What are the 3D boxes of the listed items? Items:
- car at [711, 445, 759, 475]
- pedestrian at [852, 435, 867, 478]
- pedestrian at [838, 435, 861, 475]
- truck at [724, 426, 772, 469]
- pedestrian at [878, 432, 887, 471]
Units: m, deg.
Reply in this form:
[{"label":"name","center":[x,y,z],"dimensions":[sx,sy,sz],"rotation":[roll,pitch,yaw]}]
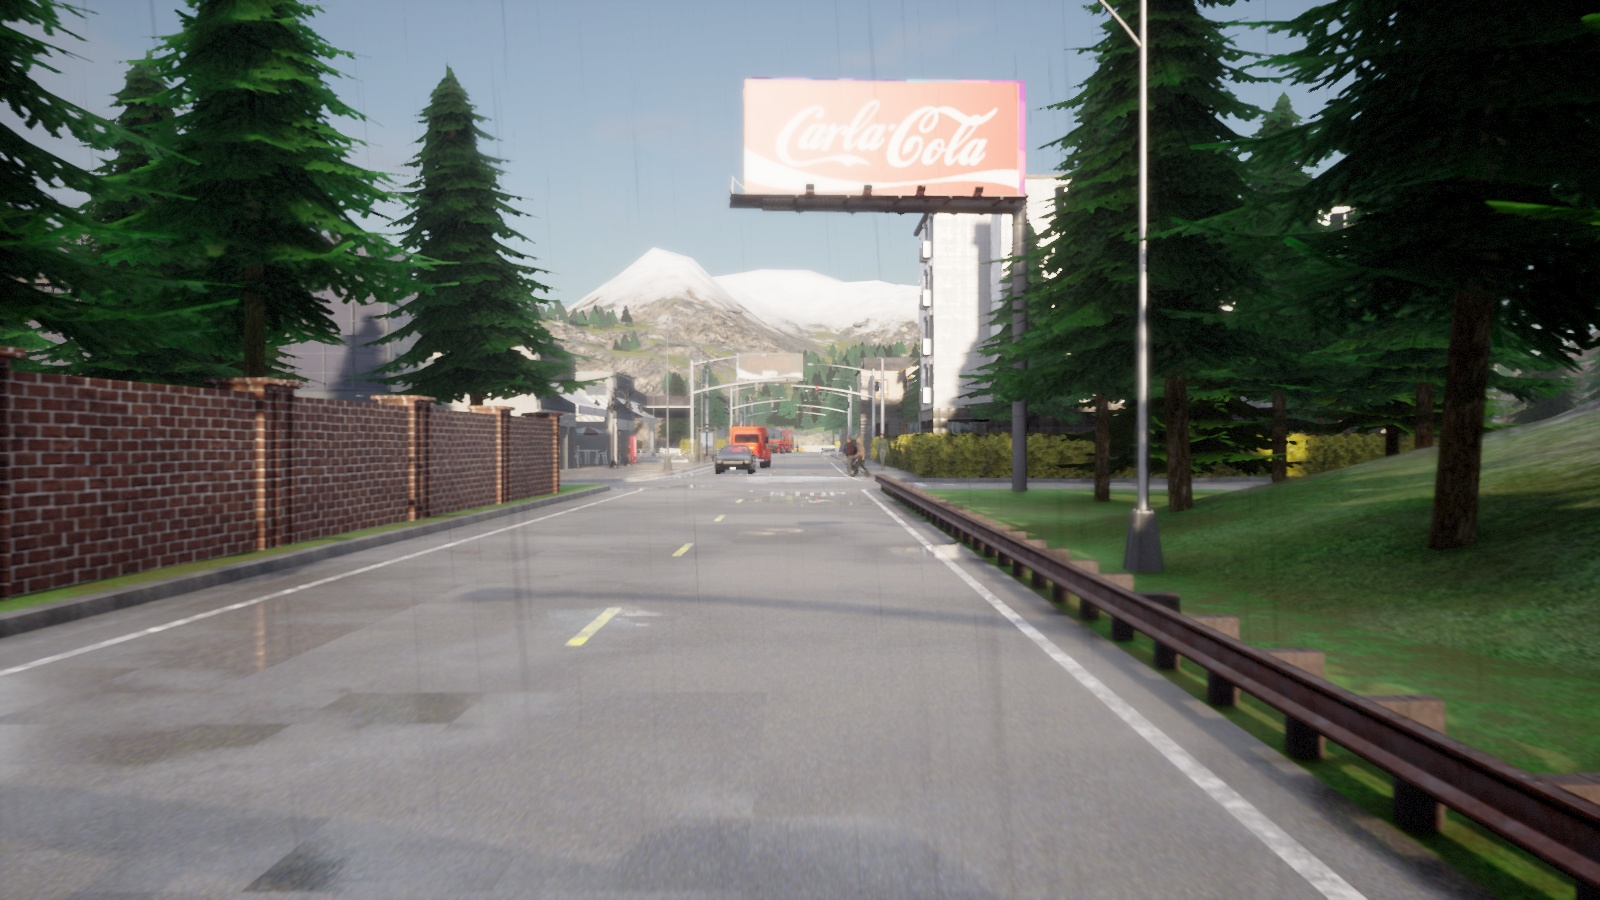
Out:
[{"label":"car","center":[-3.134,0.445,61.503],"dimensions":[2.033,1.411,5.357],"rotation":[0,0,0]},{"label":"pedestrian","center":[2.612,0.276,54.895],"dimensions":[0.634,1.846,0.331],"rotation":[0,0,3]},{"label":"pedestrian","center":[2.275,0.221,57.491],"dimensions":[0.899,1.844,0.634],"rotation":[0,0,-20]},{"label":"truck","center":[-3.059,-0.164,74.697],"dimensions":[2.627,2.467,5.204],"rotation":[0,0,0]},{"label":"pedestrian","center":[3.918,0.071,59.540],"dimensions":[0.353,1.847,0.614],"rotation":[0,0,12]}]
